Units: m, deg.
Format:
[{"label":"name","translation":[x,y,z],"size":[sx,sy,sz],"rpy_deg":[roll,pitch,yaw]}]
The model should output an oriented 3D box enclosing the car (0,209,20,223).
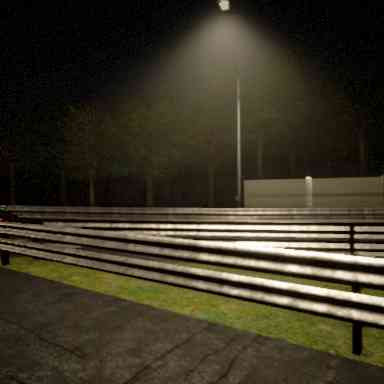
[{"label":"car","translation":[-12.359,1.640,19.029],"size":[4.892,1.490,1.837],"rpy_deg":[0,0,12]}]
